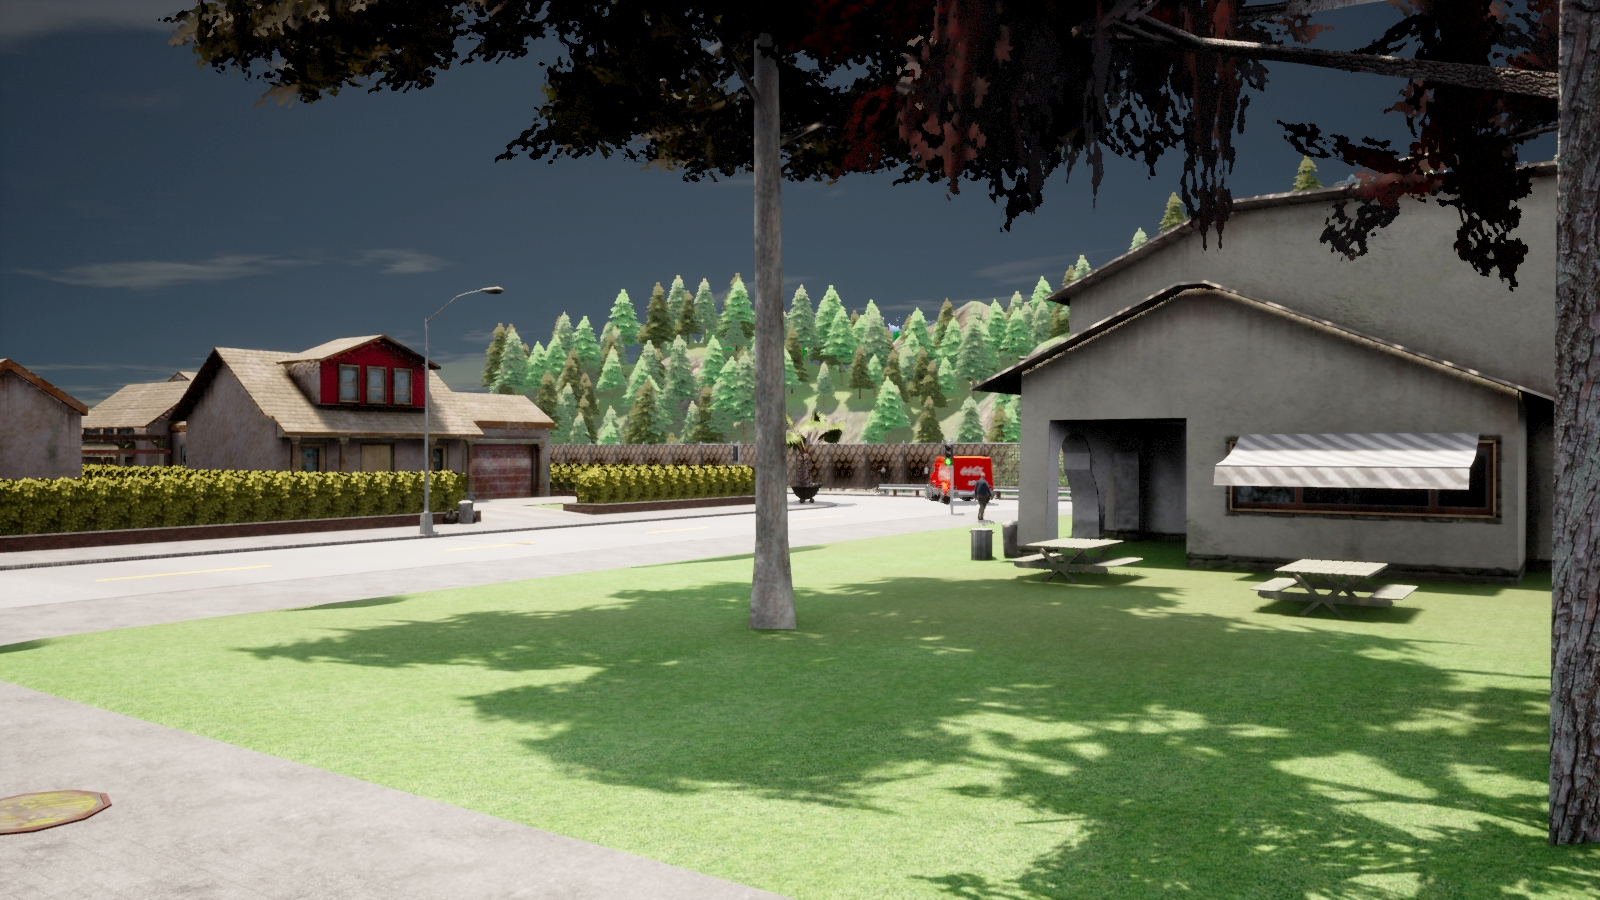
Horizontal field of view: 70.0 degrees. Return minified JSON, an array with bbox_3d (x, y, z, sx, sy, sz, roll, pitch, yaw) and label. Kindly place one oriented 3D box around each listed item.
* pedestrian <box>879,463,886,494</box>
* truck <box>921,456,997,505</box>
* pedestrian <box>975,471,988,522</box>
[{"bbox_3d":[5.012,1.745,69.541,0.375,1.860,0.375,0,0,-1],"label":"pedestrian"},{"bbox_3d":[8.414,1.568,61.009,2.627,2.467,5.204,0,0,-9],"label":"truck"},{"bbox_3d":[6.815,1.737,42.870,0.375,1.860,0.375,0,0,35],"label":"pedestrian"}]
